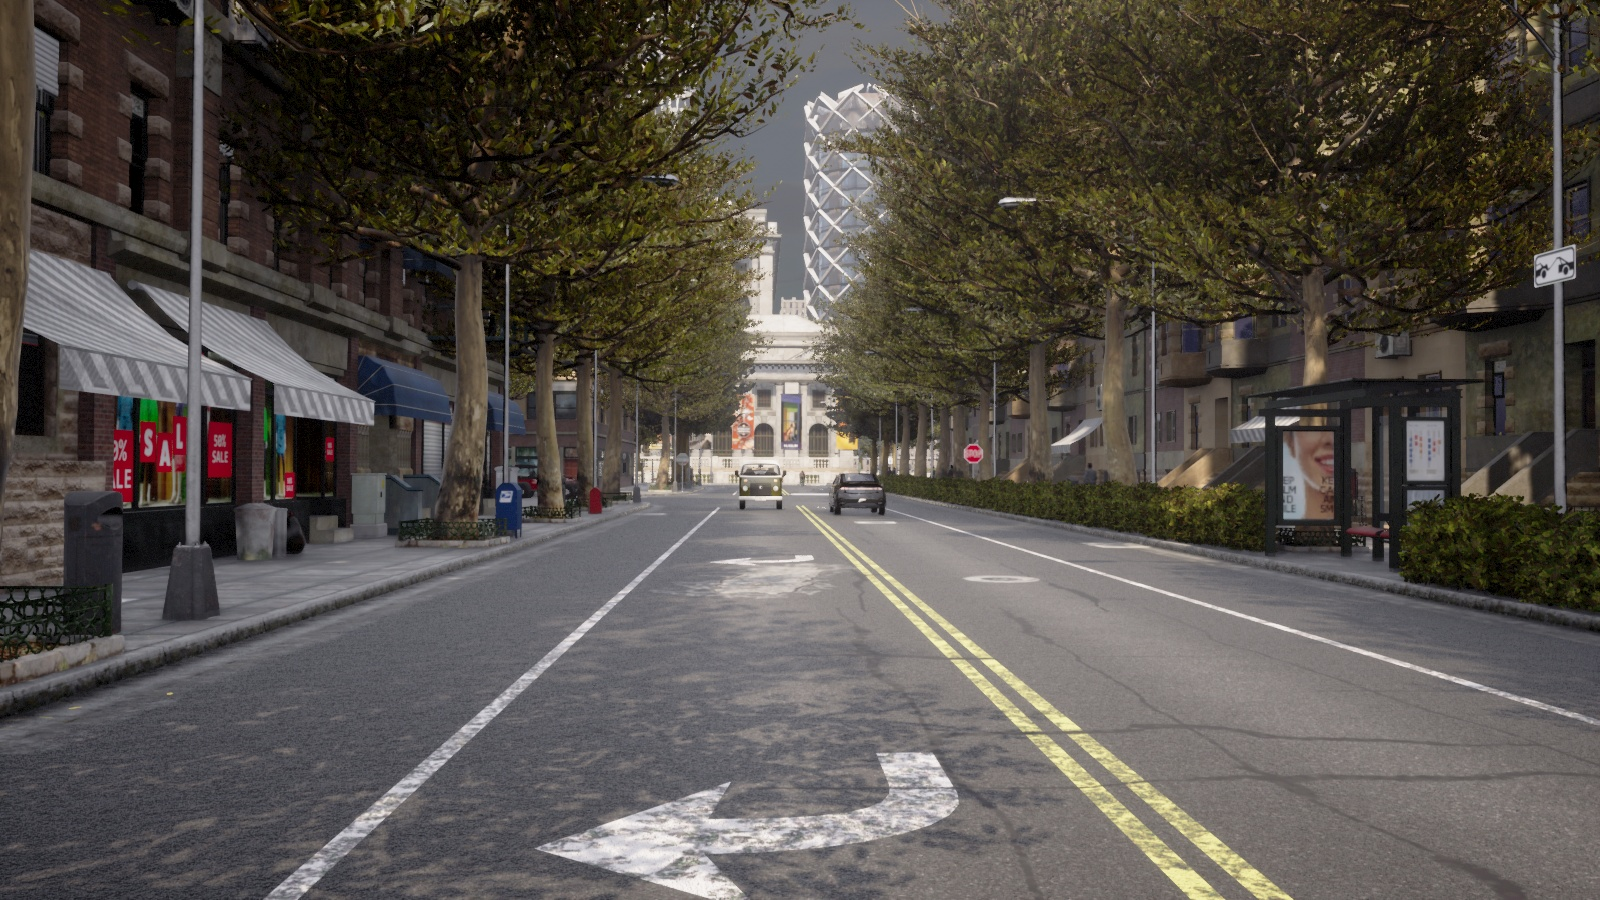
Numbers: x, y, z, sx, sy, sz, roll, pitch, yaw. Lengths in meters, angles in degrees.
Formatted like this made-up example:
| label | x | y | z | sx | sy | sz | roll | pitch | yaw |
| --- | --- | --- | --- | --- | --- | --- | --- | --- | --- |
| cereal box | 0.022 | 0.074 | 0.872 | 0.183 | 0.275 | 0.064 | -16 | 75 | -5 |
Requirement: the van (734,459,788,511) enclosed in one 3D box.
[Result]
| label | x | y | z | sx | sy | sz | roll | pitch | yaw |
| --- | --- | --- | --- | --- | --- | --- | --- | --- | --- |
| van | -1.593 | 1.400 | 51.096 | 2.069 | 2.038 | 4.480 | 0 | -1 | -2 |

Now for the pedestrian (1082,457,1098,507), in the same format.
| label | x | y | z | sx | sy | sz | roll | pitch | yaw |
| --- | --- | --- | --- | --- | --- | --- | --- | --- | --- |
| pedestrian | 11.541 | 1.263 | 50.000 | 0.423 | 1.949 | 0.788 | 0 | -1 | -4 |

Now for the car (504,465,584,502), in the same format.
| label | x | y | z | sx | sy | sz | roll | pitch | yaw |
| --- | --- | --- | --- | --- | --- | --- | --- | --- | --- |
| car | -13.452 | 1.775 | 66.203 | 3.866 | 1.878 | 1.905 | 0 | -1 | -3 |

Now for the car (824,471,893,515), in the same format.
| label | x | y | z | sx | sy | sz | roll | pitch | yaw |
| --- | --- | --- | --- | --- | --- | --- | --- | --- | --- |
| car | 2.073 | 1.532 | 45.919 | 2.128 | 1.511 | 4.902 | 0 | -1 | -2 |
